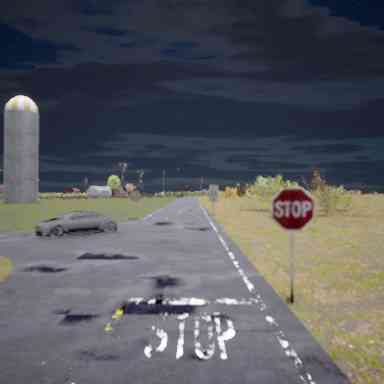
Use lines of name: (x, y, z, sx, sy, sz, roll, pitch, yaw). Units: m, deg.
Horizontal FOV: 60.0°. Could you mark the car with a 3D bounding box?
car: (-6.197, 1.699, 18.048, 4.181, 1.385, 1.994, -1, 0, -35)
